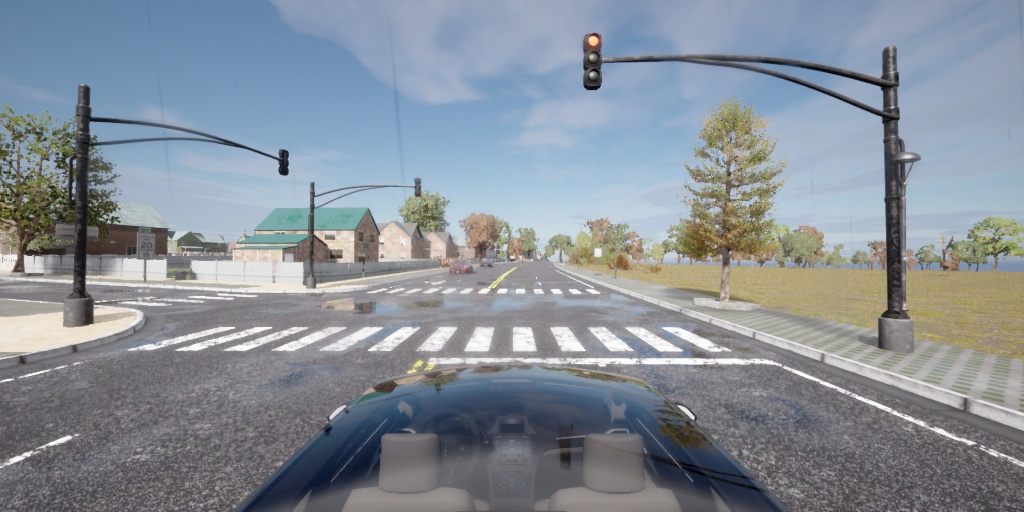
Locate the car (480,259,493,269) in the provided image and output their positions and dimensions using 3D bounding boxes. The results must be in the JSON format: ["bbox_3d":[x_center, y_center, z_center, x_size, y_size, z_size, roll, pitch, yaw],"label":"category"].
[{"bbox_3d":[-4.344,1.307,61.753,1.882,1.535,5.008,0,0,4],"label":"car"}]

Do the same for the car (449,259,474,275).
[{"bbox_3d":[-5.583,1.143,39.825,2.097,1.767,4.553,0,0,3],"label":"car"}]
